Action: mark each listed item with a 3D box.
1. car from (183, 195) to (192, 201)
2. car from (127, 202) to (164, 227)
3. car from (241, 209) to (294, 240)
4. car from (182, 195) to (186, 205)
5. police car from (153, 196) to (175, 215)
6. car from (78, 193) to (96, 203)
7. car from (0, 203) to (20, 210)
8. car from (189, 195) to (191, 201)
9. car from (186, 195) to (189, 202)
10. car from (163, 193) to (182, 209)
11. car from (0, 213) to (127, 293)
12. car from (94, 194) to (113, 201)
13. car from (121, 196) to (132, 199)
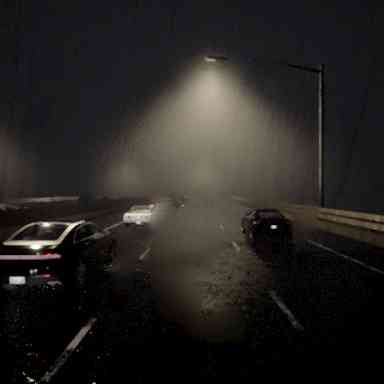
[{"bbox_3d":[-1.162,1.546,88.533,2.033,1.411,5.357,0,0,3],"label":"car"},{"bbox_3d":[-3.230,1.571,22.406,1.895,1.301,4.718,0,0,1],"label":"car"},{"bbox_3d":[3.707,1.541,16.979,1.994,1.385,4.181,0,0,1],"label":"car"},{"bbox_3d":[-2.554,1.421,55.849,1.801,1.575,5.366,0,0,2],"label":"car"},{"bbox_3d":[-3.145,1.470,33.731,2.038,1.542,4.974,0,0,1],"label":"police car"},{"bbox_3d":[-19.805,1.178,63.408,2.150,2.045,5.566,0,0,2],"label":"car"},{"bbox_3d":[-13.900,1.528,24.215,1.994,1.385,4.181,0,0,1],"label":"car"},{"bbox_3d":[-1.698,1.476,77.577,2.128,1.511,4.902,0,0,3],"label":"car"},{"bbox_3d":[-2.164,1.497,66.619,1.812,1.442,4.674,0,0,2],"label":"car"},{"bbox_3d":[-2.886,1.184,44.725,2.150,2.045,5.566,0,0,2],"label":"car"},{"bbox_3d":[-3.360,1.477,8.839,2.128,1.511,4.902,0,0,0],"label":"car"},{"bbox_3d":[-16.331,1.482,62.912,1.812,1.442,4.674,0,0,3],"label":"car"},{"bbox_3d":[-12.754,1.462,64.759,2.128,1.511,4.902,0,0,2],"label":"car"}]
